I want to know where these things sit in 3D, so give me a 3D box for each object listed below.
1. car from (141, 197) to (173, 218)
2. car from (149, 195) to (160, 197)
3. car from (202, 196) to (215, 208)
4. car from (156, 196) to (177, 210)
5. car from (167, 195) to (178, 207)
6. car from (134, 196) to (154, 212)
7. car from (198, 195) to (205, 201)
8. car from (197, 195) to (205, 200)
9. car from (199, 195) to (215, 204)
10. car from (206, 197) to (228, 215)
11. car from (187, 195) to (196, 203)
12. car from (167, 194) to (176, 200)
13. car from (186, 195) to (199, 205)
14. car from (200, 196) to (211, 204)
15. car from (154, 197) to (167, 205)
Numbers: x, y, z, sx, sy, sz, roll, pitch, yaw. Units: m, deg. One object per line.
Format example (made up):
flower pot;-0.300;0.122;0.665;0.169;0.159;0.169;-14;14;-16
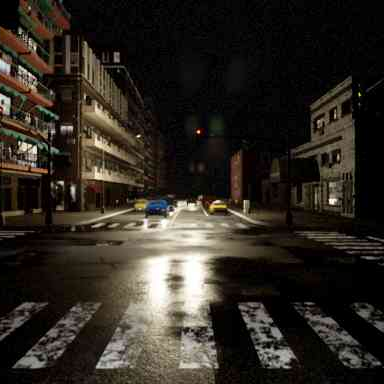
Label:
car;-3.136;1.493;30.672;1.882;1.535;5.008;0;0;0
car;-5.748;1.350;50.420;2.192;1.841;5.009;0;0;0
car;2.639;1.610;44.891;1.802;1.307;4.206;0;0;0
car;-3.130;1.549;39.950;1.812;1.442;4.674;0;0;0
car;-3.135;1.539;50.018;1.837;1.490;4.892;0;0;0
car;-5.735;1.548;39.171;1.752;1.417;4.829;0;0;0
car;2.584;1.630;89.375;1.752;1.417;4.829;0;0;0
car;2.578;1.668;94.744;2.008;1.369;4.403;0;0;0
car;2.633;1.350;50.431;2.192;1.841;5.009;0;0;0
car;2.652;1.543;33.983;1.752;1.417;4.829;0;0;0
car;-0.084;1.433;70.619;1.882;1.535;5.008;0;0;0
car;-5.802;1.432;94.734;2.192;1.841;5.009;0;0;0
car;-0.072;1.596;60.199;2.033;1.411;5.357;0;0;0
car;2.612;1.611;67.048;2.008;1.369;4.403;0;0;0
car;-5.762;1.602;61.498;2.008;1.369;4.403;0;0;0
